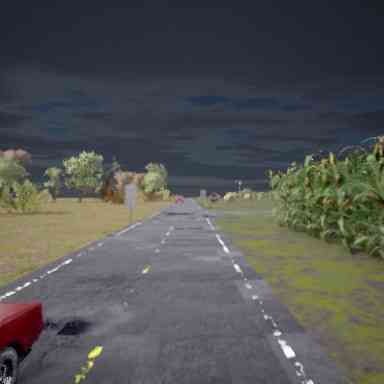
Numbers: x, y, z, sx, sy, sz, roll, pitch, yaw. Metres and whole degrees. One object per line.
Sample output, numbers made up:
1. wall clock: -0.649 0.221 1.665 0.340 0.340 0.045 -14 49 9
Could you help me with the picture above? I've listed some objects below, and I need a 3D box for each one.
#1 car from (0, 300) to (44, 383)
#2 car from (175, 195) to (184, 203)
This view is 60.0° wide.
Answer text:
1. car: -2.850 1.615 2.095 1.895 1.301 4.718 0 0 0
2. car: -3.220 1.874 86.265 2.150 2.045 5.566 0 0 -1
